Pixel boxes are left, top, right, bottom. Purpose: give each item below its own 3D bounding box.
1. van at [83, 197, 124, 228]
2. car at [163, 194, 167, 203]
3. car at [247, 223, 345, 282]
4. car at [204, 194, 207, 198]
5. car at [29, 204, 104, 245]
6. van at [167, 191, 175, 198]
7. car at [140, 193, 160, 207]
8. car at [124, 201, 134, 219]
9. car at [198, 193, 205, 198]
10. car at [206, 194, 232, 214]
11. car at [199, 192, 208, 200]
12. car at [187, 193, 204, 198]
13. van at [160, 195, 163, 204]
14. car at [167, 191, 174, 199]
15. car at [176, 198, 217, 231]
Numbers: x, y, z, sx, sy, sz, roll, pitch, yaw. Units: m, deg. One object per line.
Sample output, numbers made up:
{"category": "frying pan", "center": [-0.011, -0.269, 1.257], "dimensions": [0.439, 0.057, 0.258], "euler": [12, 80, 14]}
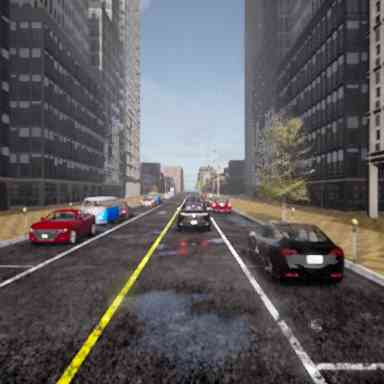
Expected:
{"category": "van", "center": [-5.675, 1.201, 20.779], "dimensions": [1.690, 1.788, 3.998], "euler": [0, 0, 0]}
{"category": "car", "center": [-5.658, 1.185, 54.933], "dimensions": [1.947, 1.339, 4.313], "euler": [0, 0, 0]}
{"category": "car", "center": [2.698, 1.503, 9.379], "dimensions": [1.947, 1.339, 4.313], "euler": [0, 0, 0]}
{"category": "car", "center": [2.717, 1.282, 43.530], "dimensions": [1.802, 1.307, 4.206], "euler": [0, 0, 0]}
{"category": "car", "center": [-5.679, 1.443, 15.088], "dimensions": [1.887, 1.381, 4.507], "euler": [0, 0, 0]}
{"category": "van", "center": [-5.638, 0.711, 89.083], "dimensions": [1.690, 1.788, 3.998], "euler": [0, 0, 0]}
{"category": "car", "center": [-5.663, 1.141, 43.547], "dimensions": [1.967, 1.590, 4.097], "euler": [0, 0, 0]}
{"category": "car", "center": [-5.673, 1.403, 26.473], "dimensions": [1.802, 1.307, 4.206], "euler": [0, 0, 0]}
{"category": "car", "center": [2.745, 0.879, 94.755], "dimensions": [2.008, 1.369, 4.403], "euler": [0, 0, 0]}
{"category": "car", "center": [2.712, 1.221, 32.144], "dimensions": [1.967, 1.590, 4.097], "euler": [0, 0, 0]}
{"category": "car", "center": [2.736, 0.894, 77.679], "dimensions": [1.967, 1.590, 4.097], "euler": [0, 0, 0]}
{"category": "car", "center": [0.120, 1.245, 37.938], "dimensions": [1.837, 1.490, 4.892], "euler": [0, 0, 0]}
{"category": "van", "center": [-5.659, 1.001, 49.240], "dimensions": [1.690, 1.788, 3.998], "euler": [0, 0, 0]}
{"category": "car", "center": [-5.645, 0.981, 77.530], "dimensions": [1.752, 1.417, 4.829], "euler": [0, 0, 0]}
{"category": "car", "center": [0.110, 1.358, 19.734], "dimensions": [2.128, 1.511, 4.902], "euler": [0, 0, 0]}
